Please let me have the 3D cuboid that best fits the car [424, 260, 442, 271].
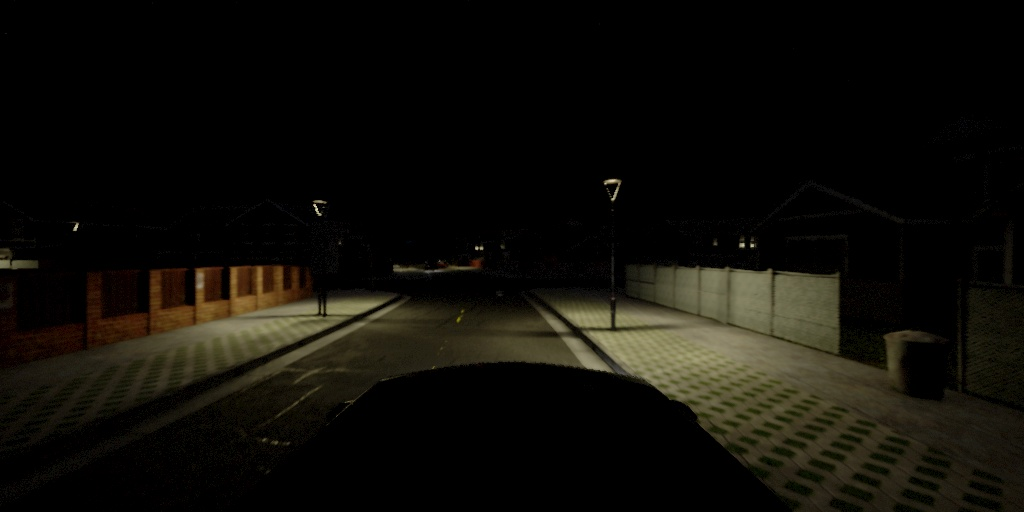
[{"bbox_3d":[-13.083,1.602,58.127,1.812,1.442,4.674,-1,0,-20],"label":"car"}]
